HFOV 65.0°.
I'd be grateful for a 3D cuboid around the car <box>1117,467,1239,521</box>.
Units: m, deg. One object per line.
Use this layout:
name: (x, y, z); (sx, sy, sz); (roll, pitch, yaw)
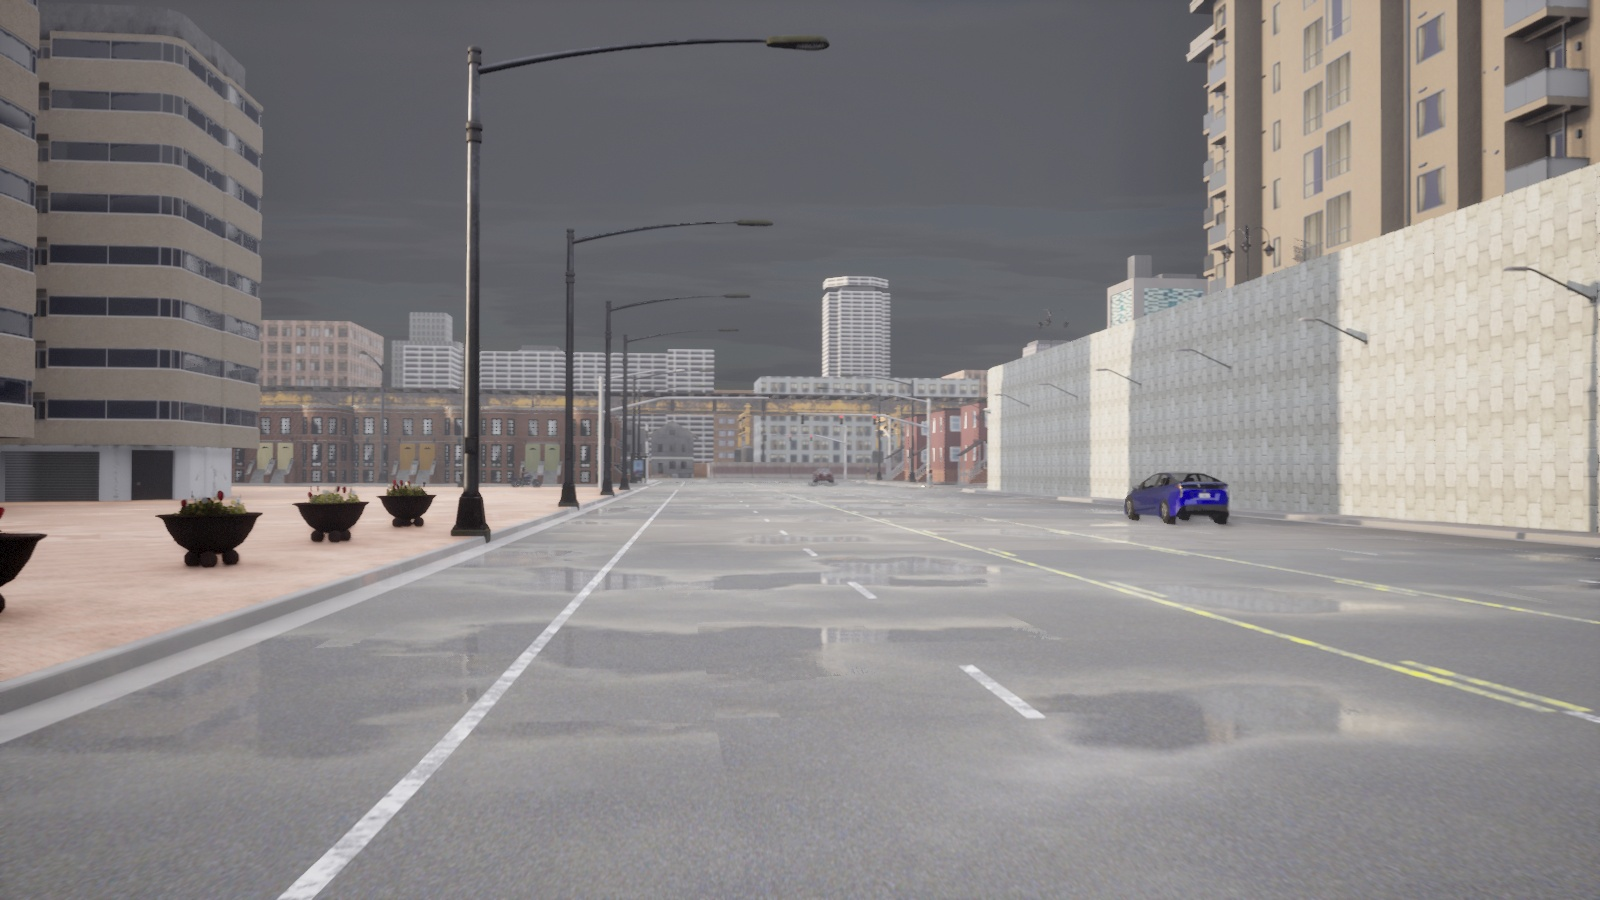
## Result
car: (11.295, 1.288, 37.897); (2.007, 1.525, 4.514); (0, -1, -5)
